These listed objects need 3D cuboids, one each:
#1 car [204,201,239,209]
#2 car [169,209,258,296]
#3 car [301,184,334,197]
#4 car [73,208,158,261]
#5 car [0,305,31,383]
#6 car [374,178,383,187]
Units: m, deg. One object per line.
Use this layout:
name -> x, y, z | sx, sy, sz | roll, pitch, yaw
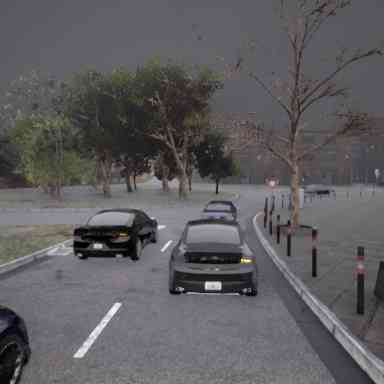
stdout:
car -> 1.580, 1.180, 18.474 | 2.033, 1.411, 5.357 | 0, 2, 9
car -> 0.529, 1.429, 8.501 | 1.837, 1.490, 4.892 | 0, 1, 3
car -> 15.777, -0.239, 41.707 | 4.902, 1.511, 2.128 | -2, 4, -27
car -> -2.467, 1.319, 11.865 | 1.882, 1.535, 5.008 | 0, 1, 4
car -> -3.007, 1.553, 2.355 | 1.994, 1.385, 4.181 | 0, 0, 3
car -> 36.266, -1.802, 62.014 | 2.185, 1.767, 4.553 | -1, 4, -14
